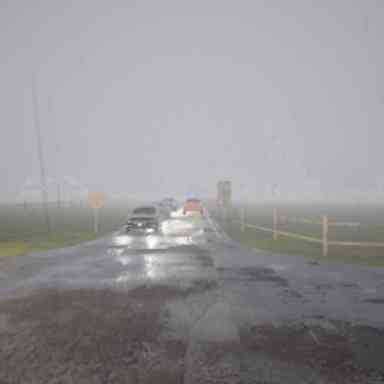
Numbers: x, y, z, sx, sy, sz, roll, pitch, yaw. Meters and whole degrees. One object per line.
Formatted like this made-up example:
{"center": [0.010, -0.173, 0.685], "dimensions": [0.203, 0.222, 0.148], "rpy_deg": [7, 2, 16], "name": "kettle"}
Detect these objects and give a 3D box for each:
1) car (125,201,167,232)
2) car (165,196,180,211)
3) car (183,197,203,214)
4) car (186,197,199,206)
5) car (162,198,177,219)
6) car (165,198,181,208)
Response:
{"center": [-2.807, 1.543, 20.448], "dimensions": [1.837, 1.490, 4.892], "rpy_deg": [0, 0, 0], "name": "car"}
{"center": [-2.789, 1.420, 39.589], "dimensions": [2.097, 1.767, 4.553], "rpy_deg": [0, 0, 0], "name": "car"}
{"center": [0.123, 1.416, 36.949], "dimensions": [2.097, 1.767, 4.553], "rpy_deg": [0, 0, 0], "name": "car"}
{"center": [0.083, 1.639, 56.979], "dimensions": [2.033, 1.411, 5.357], "rpy_deg": [0, 0, 1], "name": "car"}
{"center": [-2.805, 1.544, 29.577], "dimensions": [2.128, 1.511, 4.902], "rpy_deg": [0, 0, 0], "name": "car"}
{"center": [-2.778, 1.629, 49.787], "dimensions": [2.033, 1.411, 5.357], "rpy_deg": [0, 0, 0], "name": "car"}
